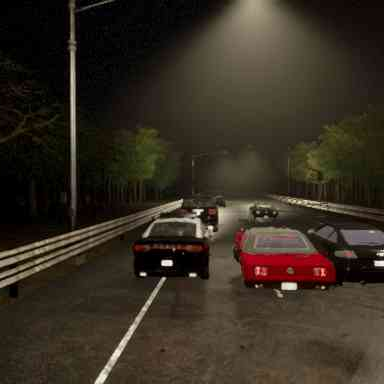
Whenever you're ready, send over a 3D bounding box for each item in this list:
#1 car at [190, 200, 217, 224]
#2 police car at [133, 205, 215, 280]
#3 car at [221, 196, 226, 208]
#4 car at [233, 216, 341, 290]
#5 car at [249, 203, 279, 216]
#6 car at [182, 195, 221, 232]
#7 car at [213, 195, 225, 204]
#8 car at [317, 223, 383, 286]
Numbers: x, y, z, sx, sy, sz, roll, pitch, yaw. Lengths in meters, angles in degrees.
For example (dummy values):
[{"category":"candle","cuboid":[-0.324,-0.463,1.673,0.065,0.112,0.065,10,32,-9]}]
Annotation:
[{"category":"car","cuboid":[0.989,1.455,25.984,1.882,1.535,5.008,0,0,5]},{"category":"police car","cuboid":[-0.383,1.416,10.159,1.930,1.638,5.238,0,0,4]},{"category":"car","cuboid":[3.762,1.505,46.419,2.033,1.411,5.357,0,0,5]},{"category":"car","cuboid":[2.231,1.633,9.179,1.895,1.301,4.718,0,1,5]},{"category":"car","cuboid":[5.750,1.575,27.181,1.895,1.301,4.718,0,0,5]},{"category":"car","cuboid":[0.507,1.205,20.032,2.150,2.045,5.566,0,0,5]},{"category":"car","cuboid":[5.210,1.433,64.246,2.128,1.511,4.902,0,0,5]},{"category":"car","cuboid":[4.356,1.554,9.366,1.994,1.385,4.181,0,0,4]}]
